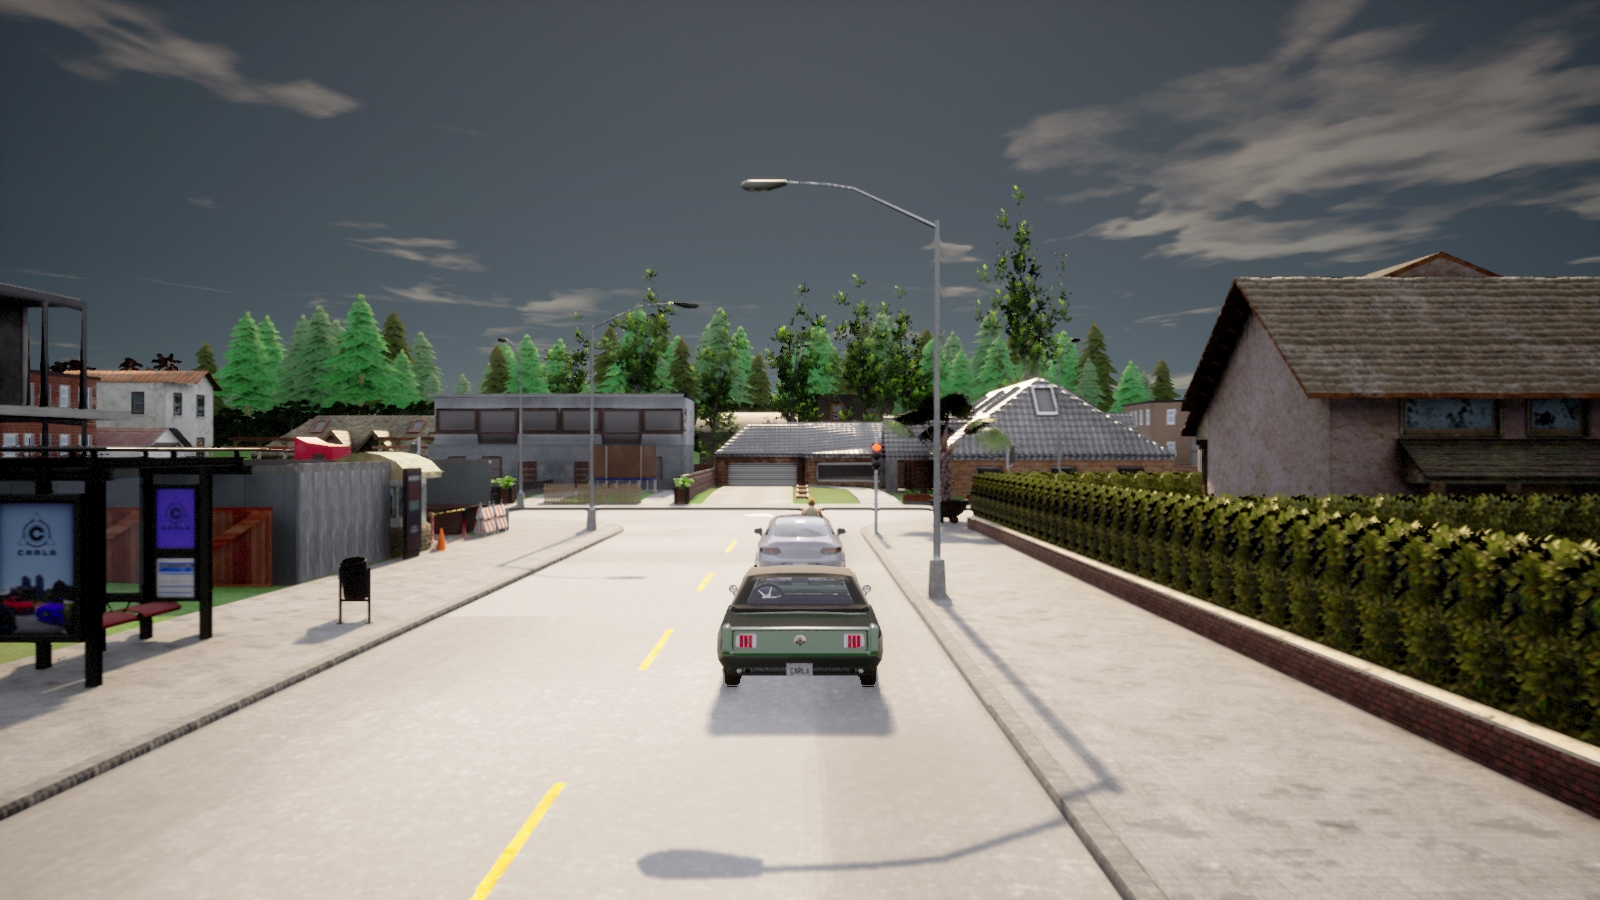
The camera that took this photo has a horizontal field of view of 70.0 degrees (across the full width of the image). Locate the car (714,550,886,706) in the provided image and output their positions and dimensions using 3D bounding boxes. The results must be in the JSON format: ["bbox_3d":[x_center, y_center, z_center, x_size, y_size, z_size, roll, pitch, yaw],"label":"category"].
[{"bbox_3d":[0.001,2.155,14.892,1.895,1.301,4.718,0,0,0],"label":"car"}]

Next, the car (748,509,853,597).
[{"bbox_3d":[-0.001,2.081,24.167,2.002,1.442,4.674,0,0,0],"label":"car"}]
